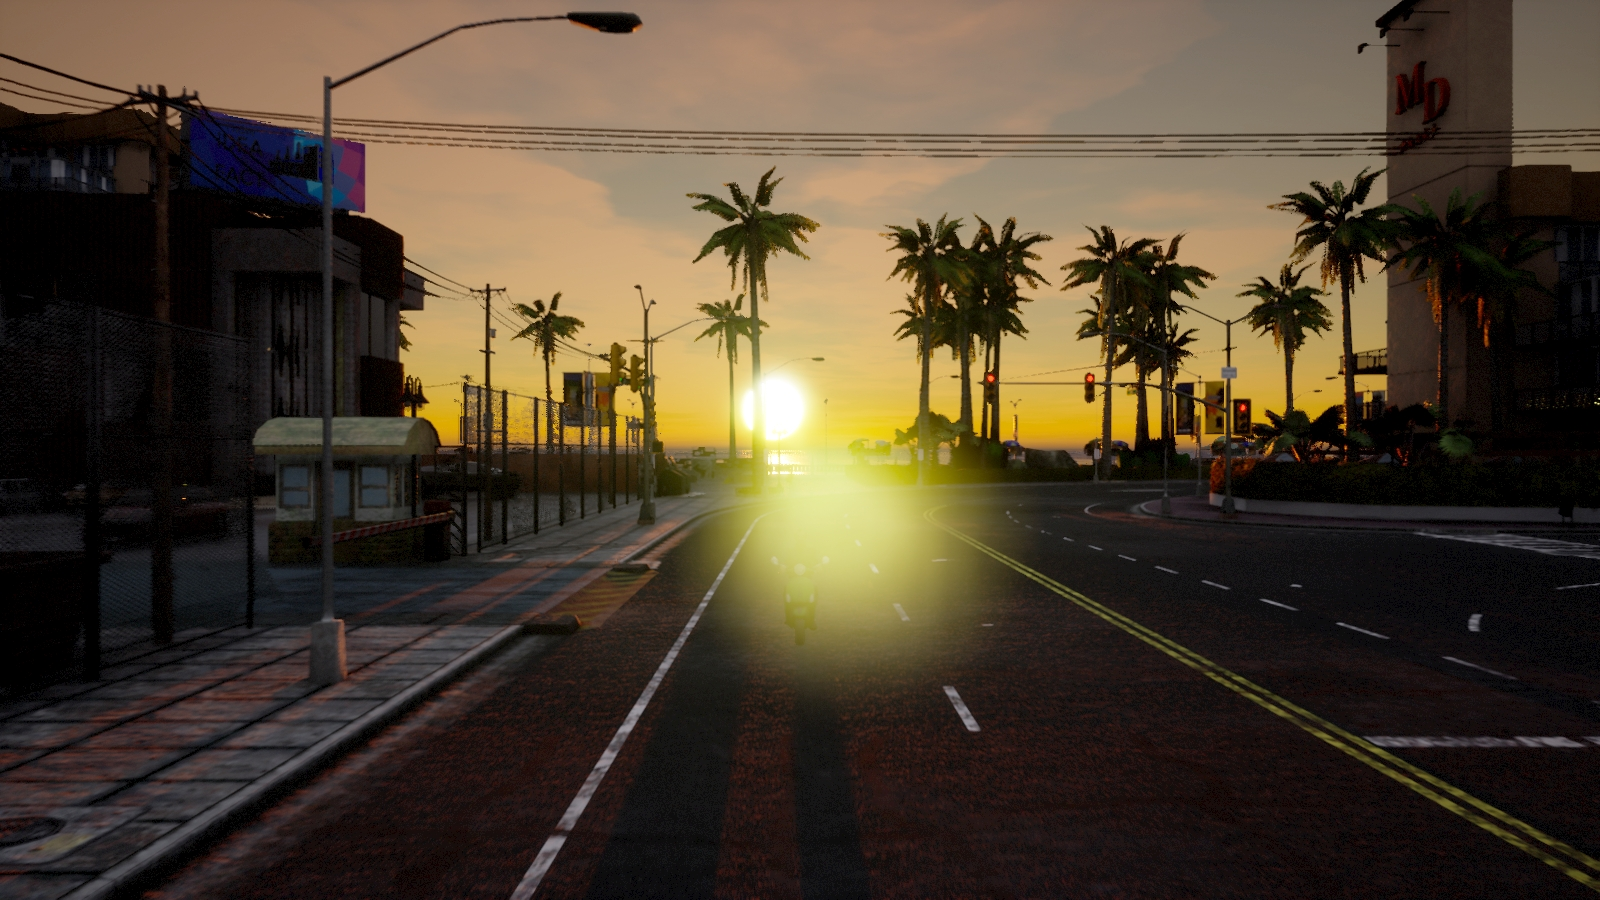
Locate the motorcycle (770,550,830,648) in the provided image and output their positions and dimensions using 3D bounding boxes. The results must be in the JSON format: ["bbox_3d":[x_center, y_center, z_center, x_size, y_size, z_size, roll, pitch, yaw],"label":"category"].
[{"bbox_3d":[0.005,2.182,17.022,0.856,1.236,1.805,0,0,0],"label":"motorcycle"}]
